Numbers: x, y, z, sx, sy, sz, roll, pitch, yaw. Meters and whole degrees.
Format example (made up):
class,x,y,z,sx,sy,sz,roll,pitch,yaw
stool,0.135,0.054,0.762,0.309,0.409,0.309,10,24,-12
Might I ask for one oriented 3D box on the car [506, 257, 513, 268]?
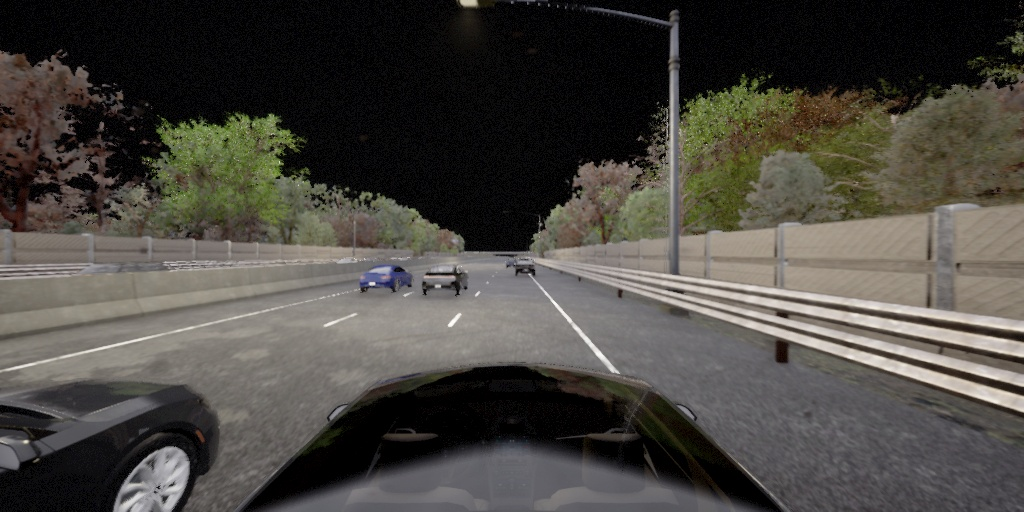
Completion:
class,x,y,z,sx,sy,sz,roll,pitch,yaw
car,0.026,1.156,54.596,1.895,1.301,4.718,0,0,0

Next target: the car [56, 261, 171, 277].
class,x,y,z,sx,sy,sz,roll,pitch,yaw
car,-17.593,1.038,15.858,2.097,1.767,4.553,0,0,0

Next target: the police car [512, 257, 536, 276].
class,x,y,z,sx,sy,sz,roll,pitch,yaw
police car,1.233,1.040,34.821,1.930,1.638,5.238,0,0,0

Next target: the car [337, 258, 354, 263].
class,x,y,z,sx,sy,sz,roll,pitch,yaw
car,-24.542,1.084,53.460,1.812,1.442,4.674,0,0,1

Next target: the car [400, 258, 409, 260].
class,x,y,z,sx,sy,sz,roll,pitch,yaw
car,-17.526,1.070,57.966,1.812,1.442,4.674,0,0,1

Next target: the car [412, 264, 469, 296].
class,x,y,z,sx,sy,sz,roll,pitch,yaw
car,-3.396,1.164,18.879,2.128,1.511,4.902,0,0,0

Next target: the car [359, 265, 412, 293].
class,x,y,z,sx,sy,sz,roll,pitch,yaw
car,-6.894,1.193,19.979,1.812,1.442,4.674,0,0,0

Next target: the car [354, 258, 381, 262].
class,x,y,z,sx,sy,sz,roll,pitch,yaw
car,-21.046,1.050,53.467,2.128,1.511,4.902,0,0,1

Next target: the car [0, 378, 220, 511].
class,x,y,z,sx,sy,sz,roll,pitch,yaw
car,-3.400,1.258,1.037,1.837,1.490,4.892,0,0,0
